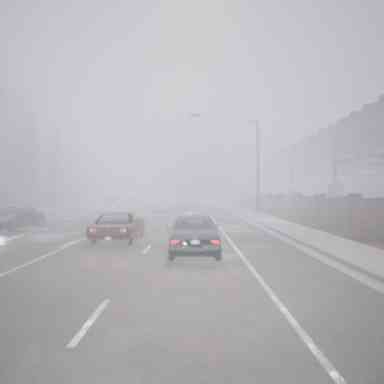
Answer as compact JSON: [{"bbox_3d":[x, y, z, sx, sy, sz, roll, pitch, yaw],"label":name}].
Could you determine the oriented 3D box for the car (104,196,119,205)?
[{"bbox_3d":[-14.123,1.508,58.579,1.837,1.490,4.892,0,0,0],"label":"car"}]

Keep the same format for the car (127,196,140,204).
[{"bbox_3d":[-10.695,1.502,61.524,1.837,1.490,4.892,0,0,-1],"label":"car"}]

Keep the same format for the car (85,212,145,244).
[{"bbox_3d":[-3.411,1.602,15.761,1.895,1.301,4.718,0,0,0],"label":"car"}]

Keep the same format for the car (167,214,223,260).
[{"bbox_3d":[0.092,1.549,12.458,2.033,1.411,5.357,0,0,0],"label":"car"}]

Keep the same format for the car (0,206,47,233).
[{"bbox_3d":[-10.612,1.548,19.875,2.033,1.411,5.357,0,0,0],"label":"car"}]
